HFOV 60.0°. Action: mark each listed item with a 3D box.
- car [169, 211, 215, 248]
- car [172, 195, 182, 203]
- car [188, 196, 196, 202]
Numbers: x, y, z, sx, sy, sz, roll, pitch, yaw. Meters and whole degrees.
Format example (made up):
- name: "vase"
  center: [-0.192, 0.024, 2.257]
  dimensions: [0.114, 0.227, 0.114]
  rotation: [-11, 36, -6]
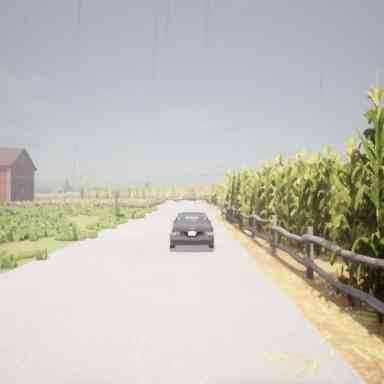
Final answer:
- name: "car"
  center: [0.000, 1.560, 14.650]
  dimensions: [2.033, 1.411, 5.357]
  rotation: [0, 0, 0]
- name: "car"
  center: [-3.100, 1.469, 69.885]
  dimensions: [1.882, 1.535, 5.008]
  rotation: [0, 0, 0]
- name: "car"
  center: [0.000, 1.529, 73.309]
  dimensions: [1.895, 1.301, 4.718]
  rotation: [0, 0, 0]
